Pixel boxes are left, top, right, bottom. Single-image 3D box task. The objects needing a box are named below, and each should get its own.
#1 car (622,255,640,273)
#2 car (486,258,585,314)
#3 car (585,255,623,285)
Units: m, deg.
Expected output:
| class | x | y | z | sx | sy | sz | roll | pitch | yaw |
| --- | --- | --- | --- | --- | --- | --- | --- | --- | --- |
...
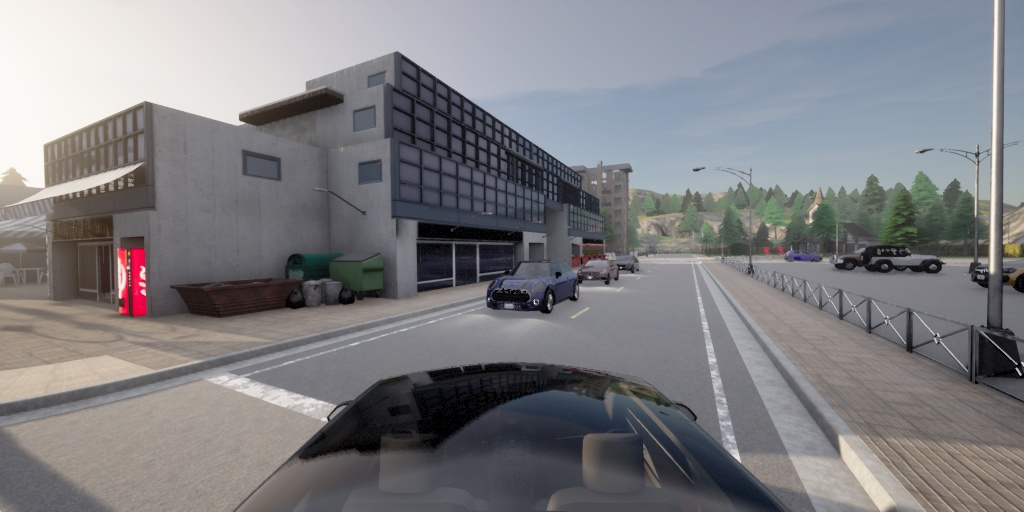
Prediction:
| class | x | y | z | sx | sy | sz | roll | pitch | yaw |
| --- | --- | --- | --- | --- | --- | --- | --- | --- | --- |
| car | 9.937 | 0.651 | 31.300 | 1.837 | 1.490 | 4.892 | 0 | 1 | 27 |
| car | 0.903 | 0.913 | 13.052 | 2.097 | 1.767 | 4.553 | 0 | 1 | 26 |
| car | 5.378 | 0.881 | 22.109 | 1.812 | 1.442 | 4.674 | 0 | 1 | 26 |
